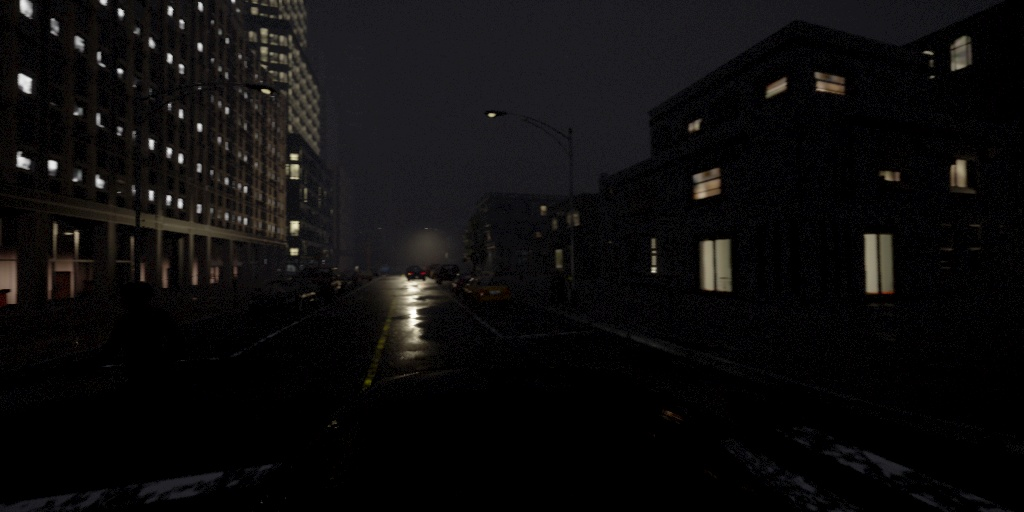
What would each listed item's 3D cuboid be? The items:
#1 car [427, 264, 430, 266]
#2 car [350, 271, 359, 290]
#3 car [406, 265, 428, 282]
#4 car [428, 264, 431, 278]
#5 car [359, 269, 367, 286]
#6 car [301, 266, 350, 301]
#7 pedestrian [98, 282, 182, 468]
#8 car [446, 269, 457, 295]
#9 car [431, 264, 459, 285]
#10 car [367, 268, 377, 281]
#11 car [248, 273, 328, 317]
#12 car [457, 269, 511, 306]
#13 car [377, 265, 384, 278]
[{"bbox_3d":[-10.601,2.006,49.220,2.192,1.841,5.009,0,0,-16],"label":"car"},{"bbox_3d":[-12.462,1.848,25.618,2.007,1.370,4.403,0,0,-16],"label":"car"},{"bbox_3d":[-10.435,2.038,39.205,1.812,1.442,4.674,0,-1,-16],"label":"car"},{"bbox_3d":[-9.102,2.104,44.067,1.751,1.417,4.829,0,0,-16],"label":"car"},{"bbox_3d":[-14.008,1.954,30.933,1.888,1.381,4.507,0,0,-16],"label":"car"},{"bbox_3d":[-10.915,1.502,20.302,2.192,1.841,5.009,0,0,-16],"label":"car"},{"bbox_3d":[-3.579,1.106,3.480,0.375,1.860,0.375,0,-1,-16],"label":"pedestrian"},{"bbox_3d":[-2.868,1.716,22.642,1.802,1.307,4.207,0,0,-16],"label":"car"},{"bbox_3d":[-5.961,1.670,33.273,2.192,1.841,5.009,0,0,-16],"label":"car"},{"bbox_3d":[-17.055,2.158,41.401,1.751,1.417,4.829,0,0,-16],"label":"car"},{"bbox_3d":[-9.369,1.628,14.986,2.007,1.370,4.403,0,0,-16],"label":"car"},{"bbox_3d":[-1.369,1.550,17.489,1.751,1.417,4.829,0,0,-16],"label":"car"},{"bbox_3d":[-20.194,2.424,52.194,1.948,1.339,4.313,0,0,-16],"label":"car"}]
